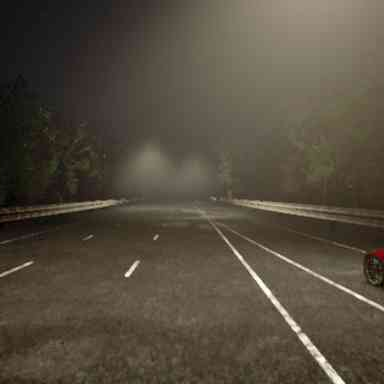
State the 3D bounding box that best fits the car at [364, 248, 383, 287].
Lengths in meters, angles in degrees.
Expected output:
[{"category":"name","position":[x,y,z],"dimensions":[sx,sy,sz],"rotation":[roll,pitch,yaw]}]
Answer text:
[{"category":"car","position":[5.488,1.513,6.521],"dimensions":[2.163,1.488,4.792],"rotation":[0,0,-6]}]
